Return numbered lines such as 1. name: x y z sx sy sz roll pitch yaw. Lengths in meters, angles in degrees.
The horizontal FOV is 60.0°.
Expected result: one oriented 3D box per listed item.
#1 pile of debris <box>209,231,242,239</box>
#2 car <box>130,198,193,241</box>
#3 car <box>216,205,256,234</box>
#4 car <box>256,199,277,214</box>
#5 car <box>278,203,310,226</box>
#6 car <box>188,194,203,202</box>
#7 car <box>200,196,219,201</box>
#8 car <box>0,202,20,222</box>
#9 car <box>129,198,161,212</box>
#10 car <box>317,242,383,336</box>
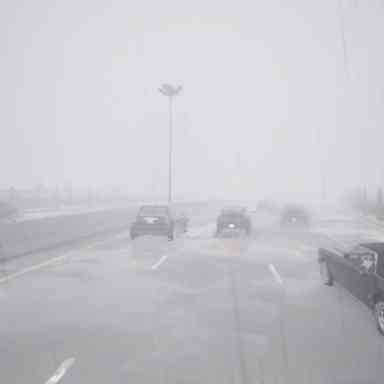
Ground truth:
1. pile of debris: 1.767 2.196 17.041 1.500 0.140 1.860 0 0 11
2. car: -1.516 1.359 17.117 2.097 1.767 4.553 0 0 10
3. car: 2.621 1.530 19.788 1.837 1.490 4.892 0 0 13
4. car: 8.290 1.568 37.027 1.837 1.490 4.892 0 0 21
5. car: 7.331 1.554 23.920 1.837 1.490 4.892 0 0 16
6. car: 0.575 1.383 65.653 2.150 2.045 5.566 0 0 21
7. car: 3.366 1.621 53.657 1.994 1.385 4.181 0 0 22
8. car: -14.594 1.464 23.770 1.837 1.490 4.892 0 0 14
9. car: -5.610 1.535 40.475 1.812 1.442 4.674 0 0 21
10. car: 3.974 1.622 6.429 1.895 1.301 4.718 0 0 5
